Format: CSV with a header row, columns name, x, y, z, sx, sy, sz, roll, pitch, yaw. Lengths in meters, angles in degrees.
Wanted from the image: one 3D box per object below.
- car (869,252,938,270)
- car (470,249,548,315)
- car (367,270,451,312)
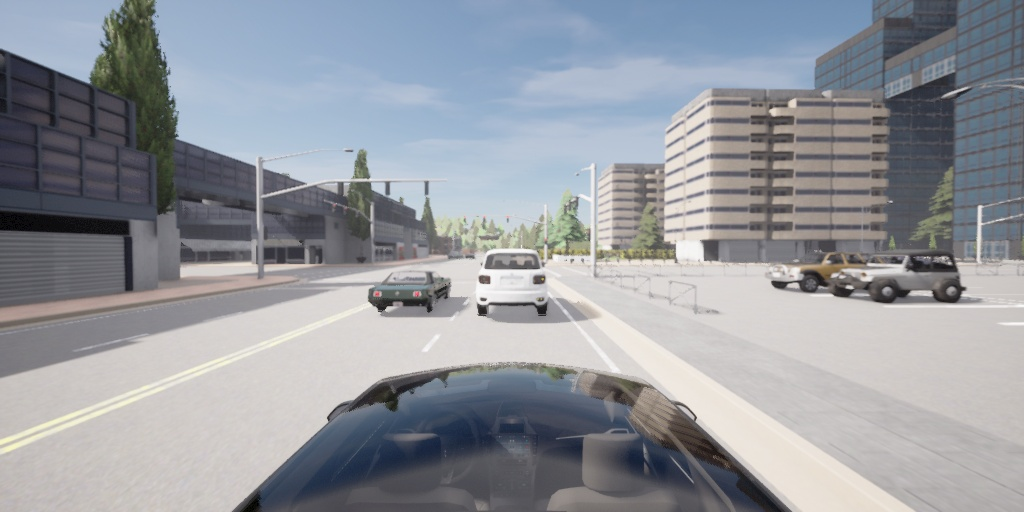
name,x,y,z,sx,sy,sz,roll,pitch,yaw
car,45.515,0.603,41.767,5.357,1.411,2.033,0,1,-1
car,0.027,0.780,12.655,2.150,2.045,5.566,0,1,1
car,-3.471,1.150,13.140,1.895,1.301,4.718,0,1,0
